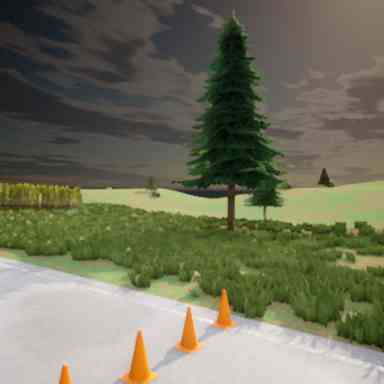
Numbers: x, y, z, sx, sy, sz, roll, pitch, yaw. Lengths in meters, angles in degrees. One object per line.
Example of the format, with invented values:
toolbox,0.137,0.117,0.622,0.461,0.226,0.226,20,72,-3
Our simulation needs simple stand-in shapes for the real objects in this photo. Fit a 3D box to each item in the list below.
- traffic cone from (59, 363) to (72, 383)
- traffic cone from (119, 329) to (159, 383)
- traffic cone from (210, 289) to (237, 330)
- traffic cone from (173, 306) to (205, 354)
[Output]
traffic cone,-1.218,1.943,3.186,0.340,0.580,0.340,0,0,36
traffic cone,-0.632,1.943,3.996,0.340,0.580,0.340,0,0,36
traffic cone,0.541,1.943,5.616,0.340,0.580,0.340,0,0,36
traffic cone,-0.045,1.943,4.806,0.340,0.580,0.340,0,0,36
